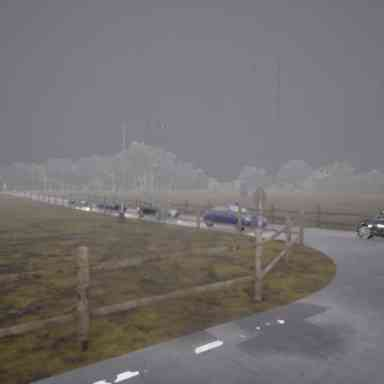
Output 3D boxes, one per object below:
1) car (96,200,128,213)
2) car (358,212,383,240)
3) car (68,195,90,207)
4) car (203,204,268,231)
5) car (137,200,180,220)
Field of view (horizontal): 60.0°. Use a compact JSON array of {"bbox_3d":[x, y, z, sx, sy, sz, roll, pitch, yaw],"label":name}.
[{"bbox_3d":[-8.674,1.504,36.010,1.895,1.301,4.718,1,0,-36],"label":"car"},{"bbox_3d":[9.088,1.462,14.146,1.837,1.490,4.892,3,-1,-6],"label":"car"},{"bbox_3d":[-15.527,1.197,45.547,2.128,1.511,4.902,1,1,-36],"label":"car"},{"bbox_3d":[2.518,1.510,20.511,1.812,1.442,4.674,1,-1,-35],"label":"car"},{"bbox_3d":[-2.868,1.475,27.996,2.128,1.511,4.902,1,-1,-36],"label":"car"}]
